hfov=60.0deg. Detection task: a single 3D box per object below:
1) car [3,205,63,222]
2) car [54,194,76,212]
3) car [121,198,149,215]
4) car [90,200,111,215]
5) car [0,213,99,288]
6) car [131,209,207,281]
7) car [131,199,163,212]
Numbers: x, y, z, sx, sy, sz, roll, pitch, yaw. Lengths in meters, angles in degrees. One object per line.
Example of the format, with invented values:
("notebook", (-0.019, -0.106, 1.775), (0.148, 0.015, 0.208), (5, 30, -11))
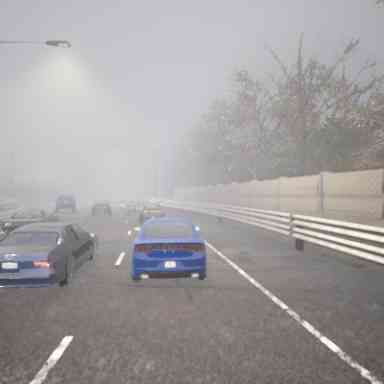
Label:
("car", (-8.922, 1.645, 18.879), (1.895, 1.301, 4.718), (0, 0, -10))
("car", (-15.207, 1.309, 39.914), (2.150, 2.045, 5.566), (0, 0, -22))
("car", (-6.018, 1.615, 35.200), (2.033, 1.411, 5.357), (0, 0, -17))
("car", (-9.392, 1.562, 34.196), (2.128, 1.511, 4.902), (0, 0, -18))
("car", (-3.986, 1.569, 9.363), (2.033, 1.411, 5.357), (0, 0, -5))
("car", (-0.731, 1.496, 10.035), (1.882, 1.535, 5.008), (0, 0, -6))
("car", (-3.197, 1.539, 25.214), (2.128, 1.511, 4.902), (0, 0, -14))
